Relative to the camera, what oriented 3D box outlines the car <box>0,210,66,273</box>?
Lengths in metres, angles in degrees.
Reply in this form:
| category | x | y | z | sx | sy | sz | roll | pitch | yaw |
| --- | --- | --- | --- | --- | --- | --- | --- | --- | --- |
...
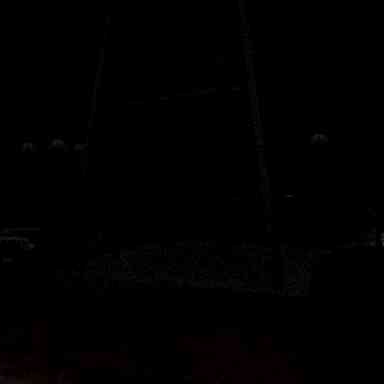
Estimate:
| category | x | y | z | sx | sy | sz | roll | pitch | yaw |
| --- | --- | --- | --- | --- | --- | --- | --- | --- | --- |
| car | -5.697 | 1.607 | 11.551 | 1.905 | 1.878 | 3.866 | -1 | -1 | -8 |
